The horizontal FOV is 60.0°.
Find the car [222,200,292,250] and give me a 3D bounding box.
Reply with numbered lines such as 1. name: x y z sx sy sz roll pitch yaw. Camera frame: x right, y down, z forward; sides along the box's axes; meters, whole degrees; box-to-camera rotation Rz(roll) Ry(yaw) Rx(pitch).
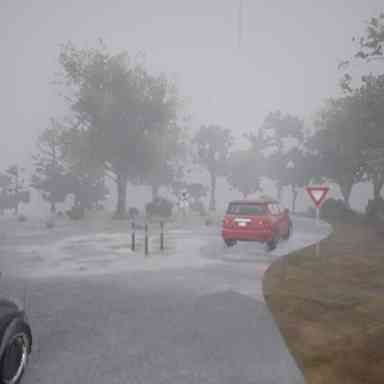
1. car: 3.163 1.373 15.518 2.150 2.045 5.566 0 0 26

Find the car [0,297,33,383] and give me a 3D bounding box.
1. car: -2.933 1.589 2.464 1.994 1.385 4.181 0 -1 -2
